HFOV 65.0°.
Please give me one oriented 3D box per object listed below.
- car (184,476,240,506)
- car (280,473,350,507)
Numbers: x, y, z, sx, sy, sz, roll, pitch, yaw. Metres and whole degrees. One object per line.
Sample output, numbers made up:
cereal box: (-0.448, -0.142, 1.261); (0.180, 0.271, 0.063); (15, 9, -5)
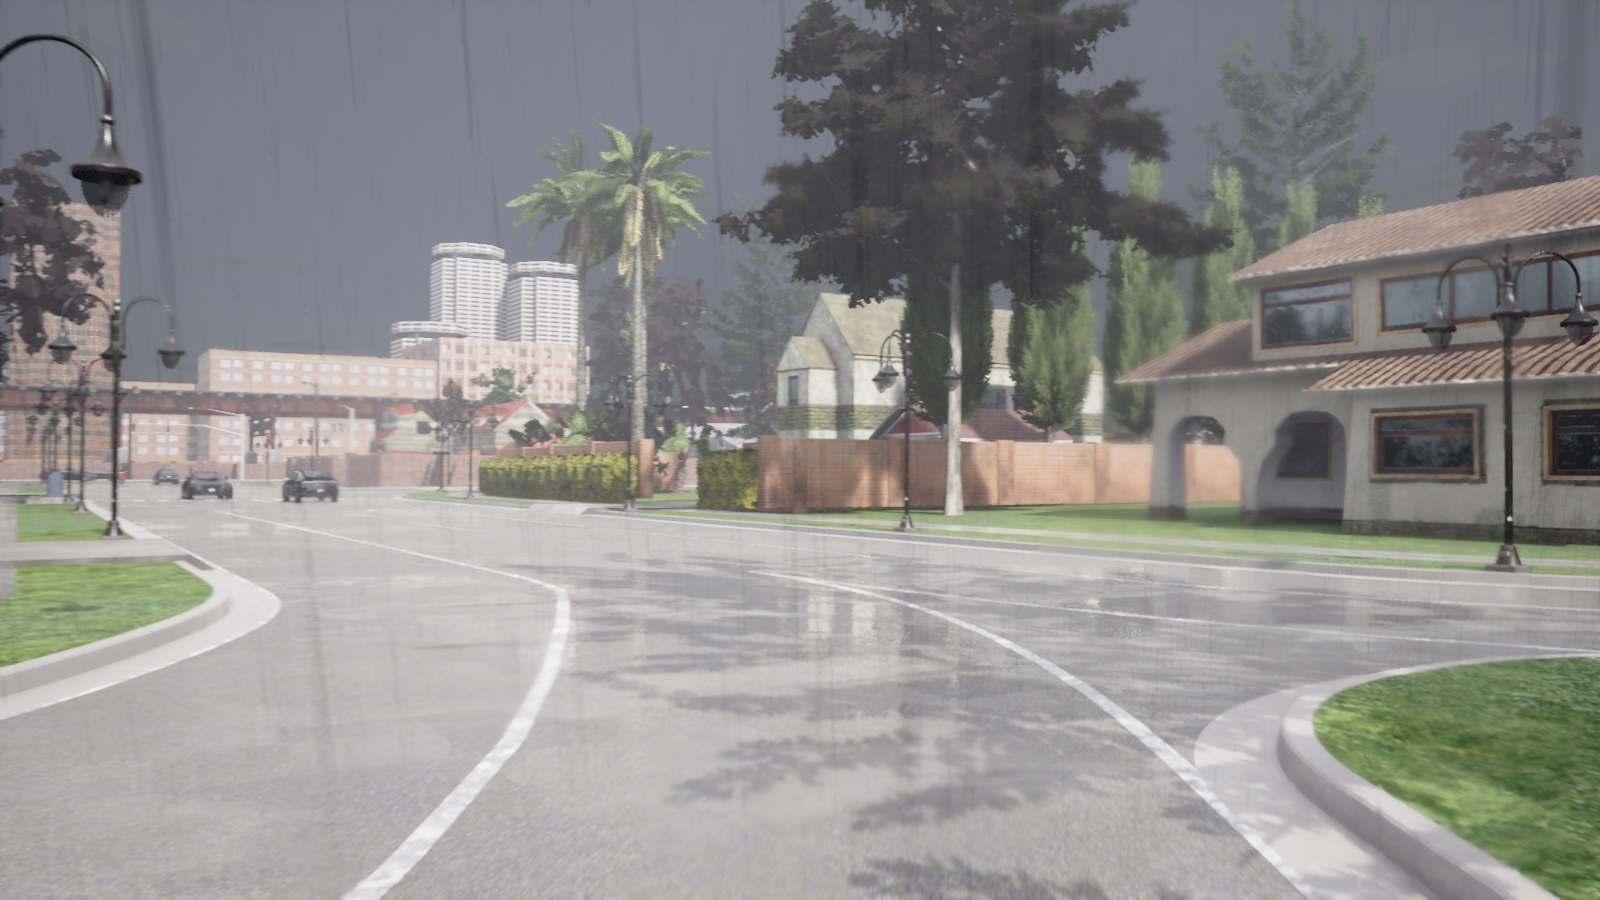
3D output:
car: (-29.002, 1.988, 61.869); (1.994, 1.385, 4.181); (0, -1, -32)
car: (-22.328, 1.794, 57.739); (2.128, 1.511, 4.902); (0, -1, -32)
